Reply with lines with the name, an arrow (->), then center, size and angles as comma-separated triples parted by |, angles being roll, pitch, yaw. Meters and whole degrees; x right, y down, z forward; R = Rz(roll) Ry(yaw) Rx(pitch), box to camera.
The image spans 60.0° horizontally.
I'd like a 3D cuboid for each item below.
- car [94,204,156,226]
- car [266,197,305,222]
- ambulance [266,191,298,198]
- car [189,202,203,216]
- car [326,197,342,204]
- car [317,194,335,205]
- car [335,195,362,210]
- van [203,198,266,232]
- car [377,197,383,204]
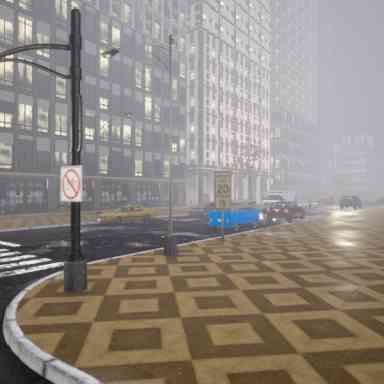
car -> -4.708, 1.539, 23.958 | 1.752, 1.417, 4.829 | 0, 0, 38
car -> 7.649, 1.472, 26.855 | 1.967, 1.590, 4.097 | 0, 0, 38
ambulance -> 10.284, 1.062, 38.963 | 2.351, 2.431, 6.366 | 0, 0, 38
car -> 1.412, 1.603, 31.672 | 1.802, 1.307, 4.206 | 0, 0, 38
car -> 28.614, 1.623, 66.902 | 2.008, 1.369, 4.403 | 0, 0, 38
car -> 25.214, 1.379, 62.499 | 2.192, 1.841, 5.009 | 0, 0, 38
car -> 21.250, 1.368, 44.471 | 2.192, 1.841, 5.009 | 0, 0, 38
van -> 2.677, 1.367, 20.234 | 1.690, 1.788, 3.998 | 0, 0, 38
car -> 38.250, 1.658, 66.489 | 1.947, 1.339, 4.313 | 0, 0, 38
